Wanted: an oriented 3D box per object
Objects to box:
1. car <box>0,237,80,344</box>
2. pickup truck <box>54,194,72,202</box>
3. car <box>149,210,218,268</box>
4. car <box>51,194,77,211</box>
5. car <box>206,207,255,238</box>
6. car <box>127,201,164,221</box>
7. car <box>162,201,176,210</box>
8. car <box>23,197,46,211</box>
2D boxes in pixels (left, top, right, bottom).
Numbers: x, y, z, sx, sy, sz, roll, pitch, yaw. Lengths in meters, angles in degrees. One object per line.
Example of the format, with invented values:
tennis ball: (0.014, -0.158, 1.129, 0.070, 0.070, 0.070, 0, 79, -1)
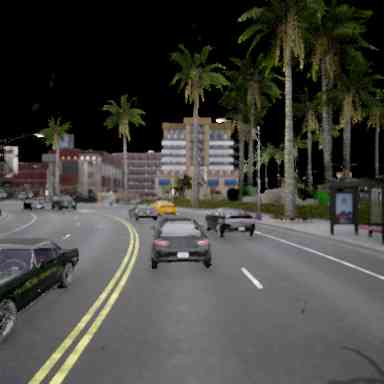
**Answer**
car: (-3.778, 1.637, 6.518, 1.895, 1.301, 4.718, 0, 0, -3)
pickup truck: (-33.377, 1.563, 86.358, 2.390, 2.098, 6.274, 0, 0, -1)
car: (-0.483, 1.589, 11.509, 1.812, 1.442, 4.674, 0, 0, -6)
car: (-17.643, 1.471, 45.755, 2.150, 2.045, 5.566, 0, 0, -38)
car: (1.971, 1.594, 18.609, 2.128, 1.511, 4.902, 0, 0, -11)
car: (-4.327, 1.706, 28.830, 2.033, 1.411, 5.357, 0, 0, -19)
car: (-3.239, 1.671, 35.266, 1.882, 1.535, 5.008, 0, 0, -23)
car: (-20.996, 1.734, 44.222, 2.128, 1.511, 4.902, 0, 0, -39)
